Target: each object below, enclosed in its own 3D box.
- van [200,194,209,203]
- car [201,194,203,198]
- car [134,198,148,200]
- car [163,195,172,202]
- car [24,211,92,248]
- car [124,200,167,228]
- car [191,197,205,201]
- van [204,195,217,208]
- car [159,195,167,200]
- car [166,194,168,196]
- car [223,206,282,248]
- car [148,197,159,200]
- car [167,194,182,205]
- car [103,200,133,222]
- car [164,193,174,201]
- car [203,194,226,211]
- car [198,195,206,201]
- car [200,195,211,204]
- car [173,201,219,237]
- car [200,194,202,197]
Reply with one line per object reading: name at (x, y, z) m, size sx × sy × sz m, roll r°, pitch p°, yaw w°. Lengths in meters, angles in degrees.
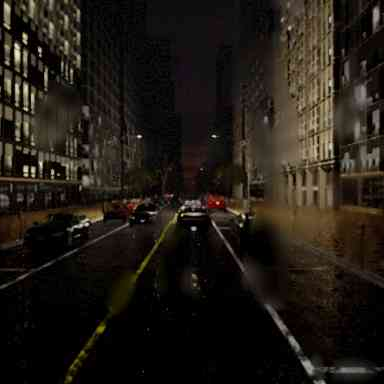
van at (2.727, 1.317, 71.460) m, size 1.690 × 1.788 × 3.998 m, roll -1°, pitch 0°, yaw 0°
car at (2.706, 1.300, 43.043) m, size 2.192 × 1.841 × 5.009 m, roll -1°, pitch 0°, yaw 0°
car at (-5.681, 1.447, 31.680) m, size 1.967 × 1.590 × 4.097 m, roll -1°, pitch 0°, yaw 0°
car at (-5.648, 1.432, 77.150) m, size 1.967 × 1.590 × 4.097 m, roll -1°, pitch 0°, yaw 0°
car at (-5.692, 1.561, 14.629) m, size 2.008 × 1.369 × 4.403 m, roll -1°, pitch 0°, yaw 0°
car at (-2.989, 1.508, 22.451) m, size 1.837 × 1.490 × 4.892 m, roll 0°, pitch 0°, yaw 0°
car at (0.116, 1.593, 37.192) m, size 1.895 × 1.301 × 4.718 m, roll 0°, pitch 0°, yaw 0°
van at (2.711, 1.325, 48.726) m, size 1.690 × 1.788 × 3.998 m, roll -1°, pitch 0°, yaw 0°
car at (-5.664, 1.567, 54.416) m, size 1.947 × 1.339 × 4.313 m, roll -1°, pitch 0°, yaw 0°
car at (-5.655, 1.548, 65.783) m, size 2.008 × 1.369 × 4.403 m, roll -1°, pitch 0°, yaw 0°
car at (2.689, 1.542, 14.623) m, size 2.008 × 1.369 × 4.403 m, roll -1°, pitch 0°, yaw 0°
car at (-5.672, 1.529, 42.878) m, size 1.752 × 1.417 × 4.829 m, roll -1°, pitch 0°, yaw 0°
car at (-2.961, 1.499, 60.390) m, size 1.837 × 1.490 × 4.892 m, roll 0°, pitch 0°, yaw 0°
car at (-5.684, 1.590, 25.997) m, size 1.802 × 1.307 × 4.206 m, roll -1°, pitch 0°, yaw 0°
car at (-5.646, 1.305, 82.834) m, size 2.192 × 1.841 × 5.009 m, roll -1°, pitch 0°, yaw 0°
car at (2.702, 1.302, 37.358) m, size 2.192 × 1.841 × 5.009 m, roll -1°, pitch 0°, yaw 0°
car at (2.742, 1.519, 88.511) m, size 2.008 × 1.369 × 4.403 m, roll -1°, pitch 0°, yaw 0°
car at (2.724, 1.418, 65.777) m, size 1.967 × 1.590 × 4.097 m, roll -1°, pitch 0°, yaw 0°
car at (0.091, 1.490, 18.001) m, size 2.128 × 1.511 × 4.902 m, roll 0°, pitch 0°, yaw 0°
car at (2.716, 1.422, 54.409) m, size 1.967 × 1.590 × 4.097 m, roll -1°, pitch 0°, yaw 0°
